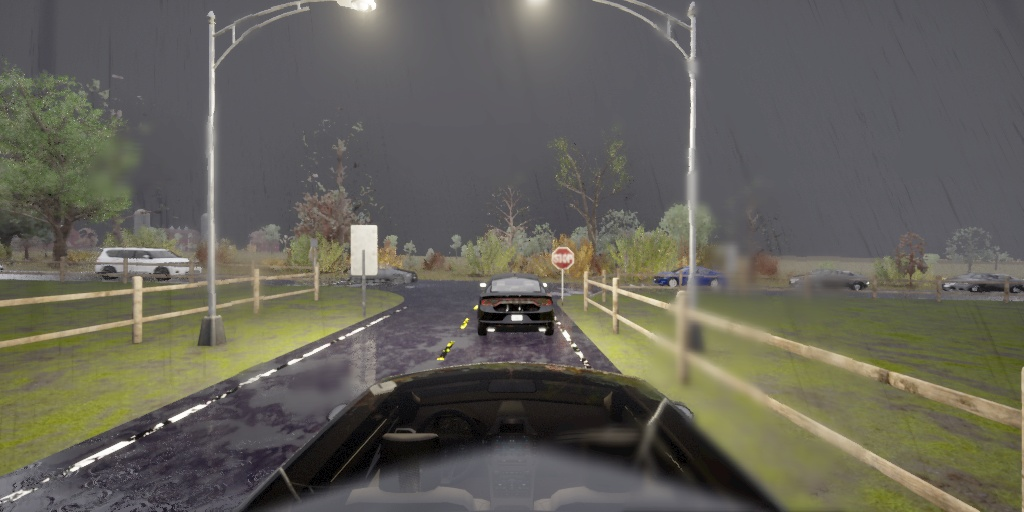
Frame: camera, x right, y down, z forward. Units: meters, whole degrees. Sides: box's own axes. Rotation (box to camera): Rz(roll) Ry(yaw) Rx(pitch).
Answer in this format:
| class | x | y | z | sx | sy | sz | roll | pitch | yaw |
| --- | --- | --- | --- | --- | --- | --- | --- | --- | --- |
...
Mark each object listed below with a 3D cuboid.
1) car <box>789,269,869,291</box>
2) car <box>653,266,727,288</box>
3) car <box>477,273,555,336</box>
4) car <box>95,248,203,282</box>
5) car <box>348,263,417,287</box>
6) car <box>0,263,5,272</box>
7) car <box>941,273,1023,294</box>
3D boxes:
| class | x | y | z | sx | sy | sz | roll | pitch | yaw |
| --- | --- | --- | --- | --- | --- | --- | --- | --- | --- |
| car | 23.038 | 1.740 | 26.134 | 4.902 | 1.511 | 2.128 | 1 | 1 | 0 |
| car | 12.891 | 1.510 | 26.101 | 5.008 | 1.535 | 1.882 | 1 | 1 | -1 |
| car | 0.062 | 1.226 | 10.470 | 1.882 | 1.535 | 5.008 | 0 | 0 | -1 |
| car | -23.341 | 0.512 | 23.184 | 5.566 | 2.045 | 2.150 | 1 | 1 | 0 |
| car | -8.284 | 1.180 | 23.184 | 4.181 | 1.385 | 1.994 | 1 | 1 | 0 |
| car | -36.041 | 0.538 | 23.193 | 4.674 | 1.442 | 1.812 | 1 | 1 | 0 |
| car | 34.190 | 1.977 | 26.125 | 4.902 | 1.511 | 2.128 | 1 | 1 | 0 |
